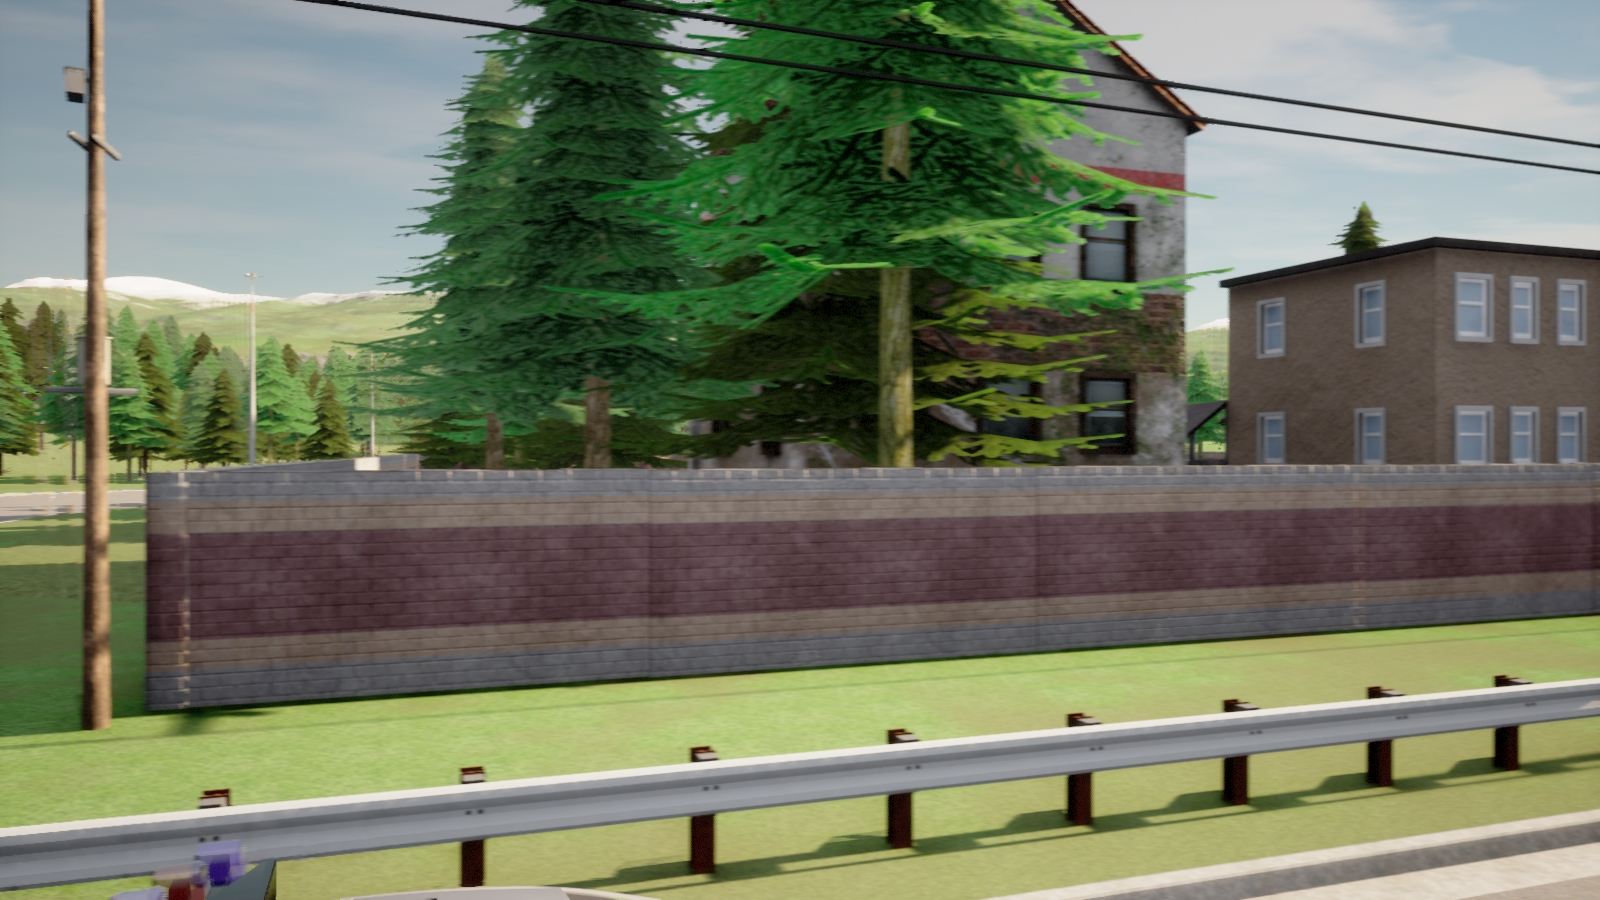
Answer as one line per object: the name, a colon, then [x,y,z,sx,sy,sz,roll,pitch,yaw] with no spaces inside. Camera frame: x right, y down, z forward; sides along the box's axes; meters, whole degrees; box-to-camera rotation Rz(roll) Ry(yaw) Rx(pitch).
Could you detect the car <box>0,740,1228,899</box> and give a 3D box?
car: [-1.592,1.980,2.728,5.238,1.638,2.097,0,0,-19]
